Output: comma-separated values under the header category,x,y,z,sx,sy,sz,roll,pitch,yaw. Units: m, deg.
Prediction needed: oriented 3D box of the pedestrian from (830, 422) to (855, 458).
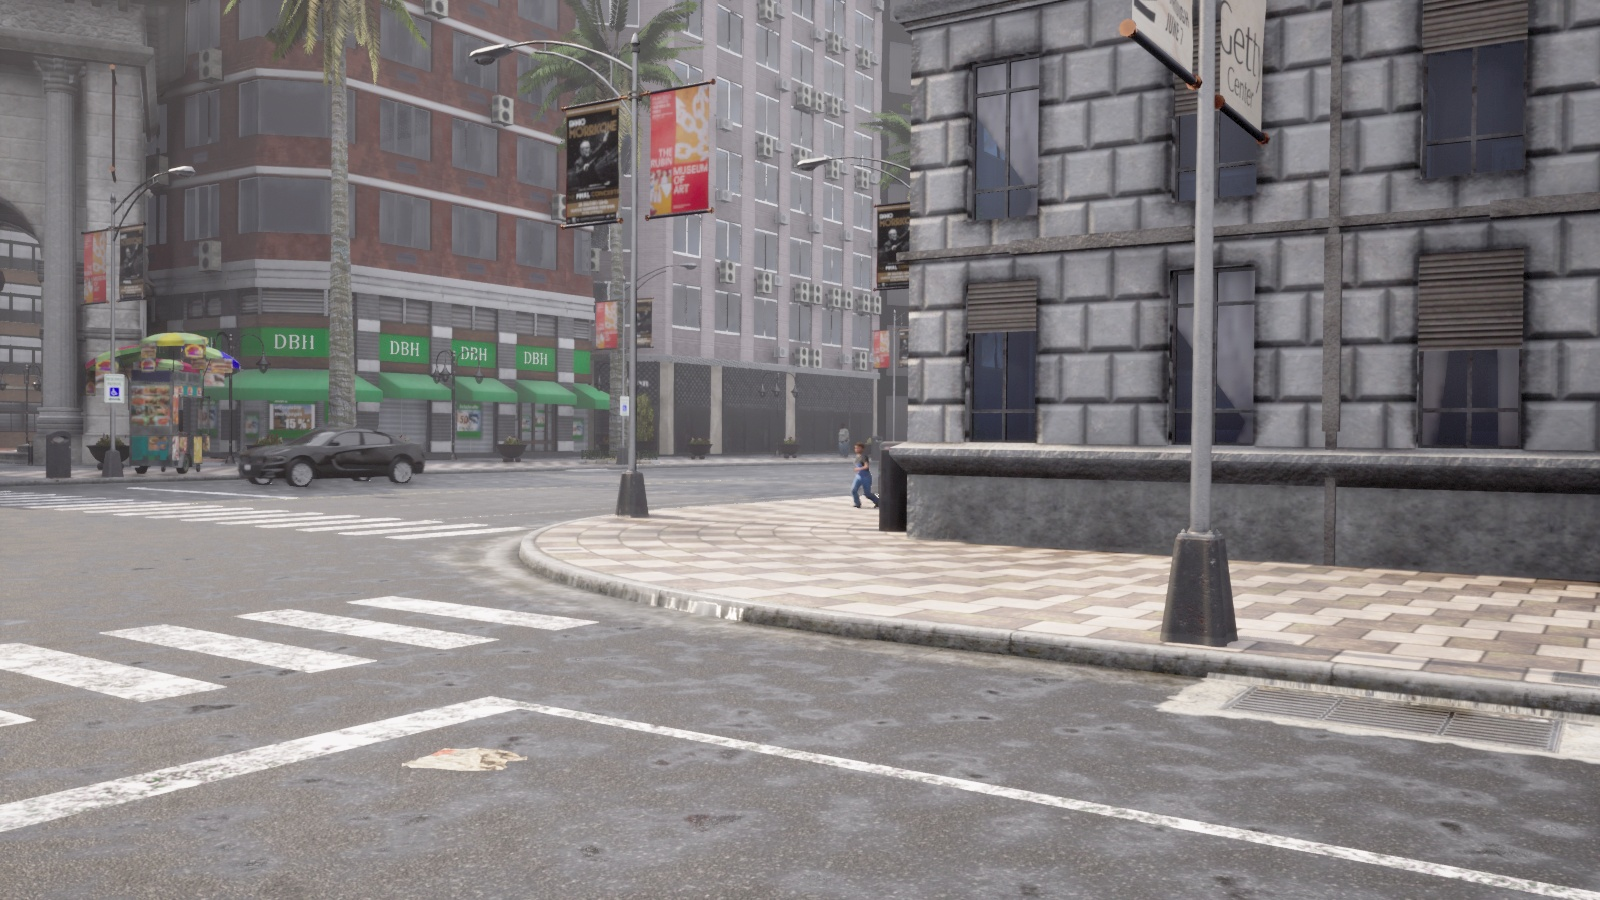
category,x,y,z,sx,sy,sz,roll,pitch,yaw
pedestrian,2.191,-0.512,64.481,0.874,1.855,0.900,0,1,45

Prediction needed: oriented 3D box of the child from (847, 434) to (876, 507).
category,x,y,z,sx,sy,sz,roll,pitch,yaw
child,1.082,0.358,21.996,0.270,1.263,0.437,0,1,45

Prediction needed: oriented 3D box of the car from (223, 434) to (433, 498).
category,x,y,z,sx,sy,sz,roll,pitch,yaw
car,-12.319,0.369,33.104,1.882,1.535,5.008,0,1,34
